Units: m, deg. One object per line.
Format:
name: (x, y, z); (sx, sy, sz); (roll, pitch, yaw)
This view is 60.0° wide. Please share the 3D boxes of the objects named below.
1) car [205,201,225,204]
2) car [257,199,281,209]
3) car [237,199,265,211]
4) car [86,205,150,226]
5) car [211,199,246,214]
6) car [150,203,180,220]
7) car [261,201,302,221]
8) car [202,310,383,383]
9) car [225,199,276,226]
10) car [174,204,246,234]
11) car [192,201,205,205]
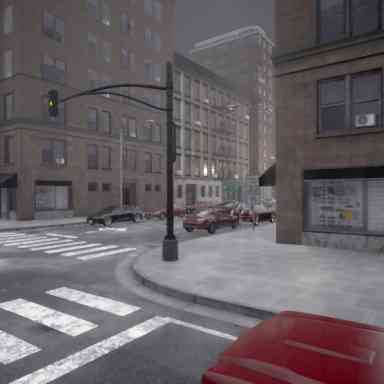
car: (3.392, 1.464, 26.422); (1.882, 1.535, 5.008); (0, 0, 36)
car: (10.683, 1.600, 46.016); (1.802, 1.307, 4.206); (0, 0, 36)
car: (7.469, 1.599, 41.531); (1.802, 1.307, 4.206); (0, 0, 36)
car: (-5.389, 1.589, 23.589); (1.947, 1.339, 4.313); (0, 0, 36)
car: (4.155, 1.543, 36.907); (1.752, 1.417, 4.829); (0, 0, 36)
car: (-2.174, 1.603, 28.075); (1.802, 1.307, 4.206); (0, 0, 36)
car: (7.664, 1.494, 28.026); (1.752, 1.417, 4.829); (0, 0, 36)
car: (2.320, 1.601, 2.034); (4.718, 1.301, 1.895); (0, 0, 36)
car: (4.349, 1.411, 23.402); (1.967, 1.590, 4.097); (0, 0, 36)
car: (1.135, 1.555, 18.916); (1.802, 1.307, 4.206); (0, 0, 36)
car: (1.040, 1.564, 32.560); (1.887, 1.381, 4.507); (0, 0, 36)
